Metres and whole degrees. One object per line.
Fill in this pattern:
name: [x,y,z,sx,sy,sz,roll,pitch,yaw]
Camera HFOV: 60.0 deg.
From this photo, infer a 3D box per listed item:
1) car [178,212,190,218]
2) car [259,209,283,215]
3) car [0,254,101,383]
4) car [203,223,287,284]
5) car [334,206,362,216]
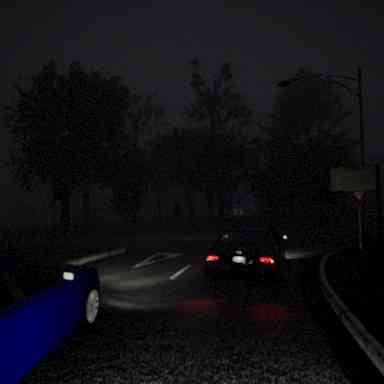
car: [-2.620,6.784,94.313,4.892,1.521,2.231,0,-5,-10]
car: [15.926,4.129,67.218,4.892,1.490,1.837,-3,-6,38]
car: [-2.710,1.498,4.065,1.882,1.535,5.008,0,0,5]
car: [1.756,1.636,9.815,2.033,1.411,5.357,-1,-2,16]
car: [23.324,2.839,49.933,1.837,1.490,4.892,2,-4,-11]
